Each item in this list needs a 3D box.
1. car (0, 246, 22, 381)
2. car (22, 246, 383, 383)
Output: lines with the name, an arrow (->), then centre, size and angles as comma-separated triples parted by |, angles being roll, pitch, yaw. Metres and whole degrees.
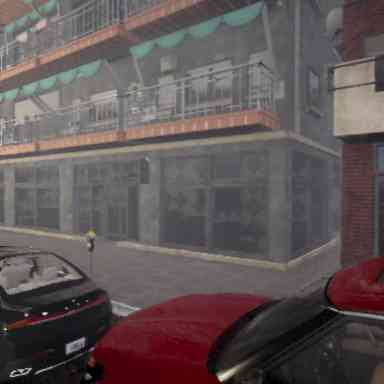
car -> -3.110, 1.518, 5.095 | 4.403, 1.369, 2.008 | 0, 0, 36
car -> 1.475, 1.316, 1.825 | 5.009, 1.841, 2.192 | 0, 0, 36
